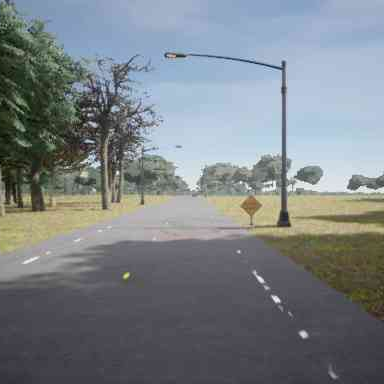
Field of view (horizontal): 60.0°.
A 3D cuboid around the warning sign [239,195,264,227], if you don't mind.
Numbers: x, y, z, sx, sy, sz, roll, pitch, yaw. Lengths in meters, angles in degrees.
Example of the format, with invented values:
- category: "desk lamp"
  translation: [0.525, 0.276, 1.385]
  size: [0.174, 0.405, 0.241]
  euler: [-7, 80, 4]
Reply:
- category: "warning sign"
  translation: [3.533, 1.107, 19.840]
  size: [1.300, 1.860, 1.060]
  euler: [-1, -1, 0]
